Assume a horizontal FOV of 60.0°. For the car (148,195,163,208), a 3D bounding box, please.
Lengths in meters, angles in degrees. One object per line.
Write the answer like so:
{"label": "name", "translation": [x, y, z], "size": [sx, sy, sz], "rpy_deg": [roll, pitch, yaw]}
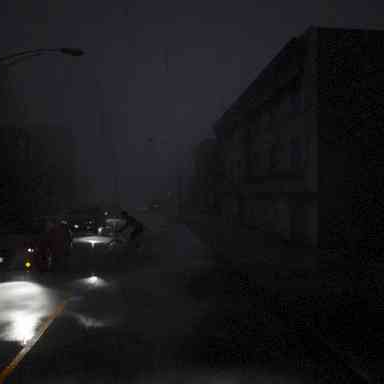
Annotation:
{"label": "car", "translation": [-5.287, 1.352, 49.147], "size": [2.097, 1.767, 4.553], "rpy_deg": [0, 0, -5]}

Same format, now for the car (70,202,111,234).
{"label": "car", "translation": [-6.161, 1.505, 19.348], "size": [1.837, 1.490, 4.892], "rpy_deg": [0, 0, -6]}

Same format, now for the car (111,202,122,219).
{"label": "car", "translation": [-7.250, 1.564, 29.189], "size": [1.994, 1.385, 4.181], "rpy_deg": [0, 0, -6]}

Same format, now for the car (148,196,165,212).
{"label": "car", "translation": [-4.189, 1.564, 39.310], "size": [1.994, 1.385, 4.181], "rpy_deg": [0, 0, -6]}

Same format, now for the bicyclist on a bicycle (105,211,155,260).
{"label": "bicyclist on a bicycle", "translation": [-2.090, 1.449, 11.120], "size": [1.656, 1.620, 0.582], "rpy_deg": [-2, 0, -6]}

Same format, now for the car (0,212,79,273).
{"label": "car", "translation": [-5.165, 1.564, 10.503], "size": [1.994, 1.385, 4.181], "rpy_deg": [0, 0, -6]}
